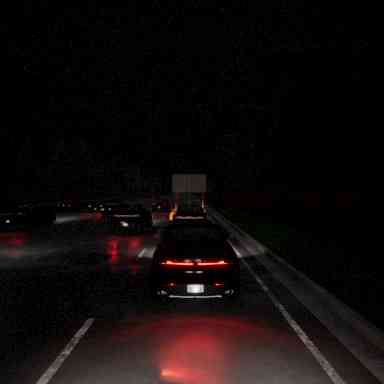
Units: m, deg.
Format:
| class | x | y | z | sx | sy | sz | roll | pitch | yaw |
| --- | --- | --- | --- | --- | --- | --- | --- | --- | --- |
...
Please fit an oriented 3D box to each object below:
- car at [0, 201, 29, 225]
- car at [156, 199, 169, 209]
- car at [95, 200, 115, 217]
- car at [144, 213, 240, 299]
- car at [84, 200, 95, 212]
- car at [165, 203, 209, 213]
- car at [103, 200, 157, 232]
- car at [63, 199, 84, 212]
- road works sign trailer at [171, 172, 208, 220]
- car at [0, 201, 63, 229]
| class | x | y | z | sx | sy | sz | roll | pitch | yaw |
| --- | --- | --- | --- | --- | --- | --- | --- | --- | --- |
| car | -14.086 | 1.477 | 24.383 | 1.882 | 1.535 | 5.008 | 0 | 0 | -1 |
| car | -3.725 | 1.526 | 39.953 | 1.812 | 1.442 | 4.674 | 0 | 0 | -1 |
| car | -7.149 | 1.547 | 31.207 | 2.033 | 1.411 | 5.357 | 0 | 0 | 0 |
| car | 0.047 | 1.505 | 8.453 | 1.837 | 1.490 | 4.892 | 0 | 0 | 0 |
| car | -10.716 | 1.600 | 39.029 | 1.895 | 1.301 | 4.718 | 0 | 0 | -1 |
| car | -0.067 | 1.488 | 18.842 | 2.128 | 1.511 | 4.902 | 0 | 0 | 1 |
| car | -3.547 | 1.491 | 20.023 | 2.128 | 1.511 | 4.902 | 0 | 0 | 0 |
| car | -14.217 | 1.547 | 39.249 | 2.033 | 1.411 | 5.357 | 0 | 0 | -1 |
| road works sign trailer | -0.186 | 0.464 | 22.712 | 2.380 | 3.560 | 2.880 | 0 | 0 | -3 |
| car | -10.561 | 1.490 | 21.584 | 2.128 | 1.511 | 4.902 | 0 | 0 | 0 |
